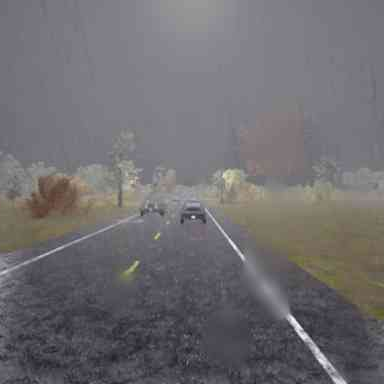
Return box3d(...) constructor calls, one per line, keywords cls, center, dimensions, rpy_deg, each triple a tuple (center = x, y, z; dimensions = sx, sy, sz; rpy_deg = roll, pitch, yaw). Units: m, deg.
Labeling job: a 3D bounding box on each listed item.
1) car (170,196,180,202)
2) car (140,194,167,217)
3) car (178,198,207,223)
box3d(cls="car", center=(-3.519, 1.504, 71.261), dimensions=(1.994, 1.385, 4.181), rpy_deg=(0, 0, 0))
box3d(cls="car", center=(-3.605, 1.207, 31.943), dimensions=(2.150, 2.045, 5.566), rpy_deg=(0, 0, 0))
box3d(cls="car", center=(0.093, 1.494, 25.510), dimensions=(1.837, 1.490, 4.892), rpy_deg=(0, 0, 0))
